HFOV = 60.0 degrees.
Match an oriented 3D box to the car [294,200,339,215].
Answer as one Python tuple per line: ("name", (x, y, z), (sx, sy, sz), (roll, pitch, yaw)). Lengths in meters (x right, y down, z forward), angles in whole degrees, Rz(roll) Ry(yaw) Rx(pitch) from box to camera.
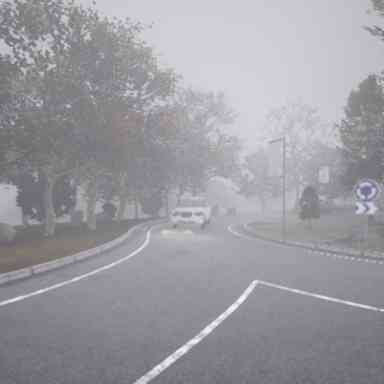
("car", (13.840, 1.697, 37.167), (4.553, 1.767, 2.097), (-1, 0, -6))

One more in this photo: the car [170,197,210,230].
("car", (0.019, 1.379, 23.094), (2.150, 2.045, 5.566), (0, -1, 8))
